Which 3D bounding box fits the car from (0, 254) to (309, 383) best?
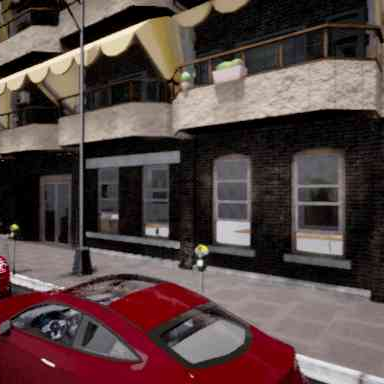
[{"bbox_3d":[-0.944,1.577,3.550,4.206,1.307,1.802,0,0,35],"label":"car"}]
